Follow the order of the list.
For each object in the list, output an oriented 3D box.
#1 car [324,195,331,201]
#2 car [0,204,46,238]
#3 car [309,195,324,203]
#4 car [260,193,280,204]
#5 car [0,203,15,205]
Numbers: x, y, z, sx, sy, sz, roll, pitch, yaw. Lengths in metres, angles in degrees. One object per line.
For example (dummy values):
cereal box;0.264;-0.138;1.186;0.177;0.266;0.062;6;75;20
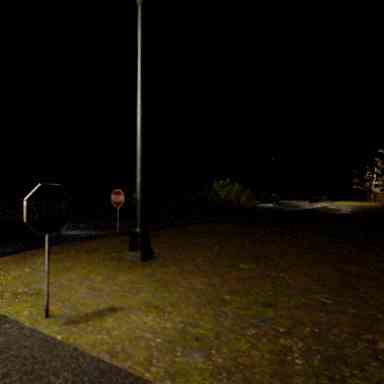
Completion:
car;33.805;1.597;84.593;2.128;1.511;4.902;1;0;34
car;-8.683;1.464;15.110;2.033;1.411;5.357;1;0;34
car;25.541;1.608;69.103;2.033;1.411;5.357;1;0;26
car;14.681;1.235;62.549;2.150;2.045;5.566;1;1;34
car;-12.653;1.445;21.787;1.812;1.442;4.674;1;1;34
